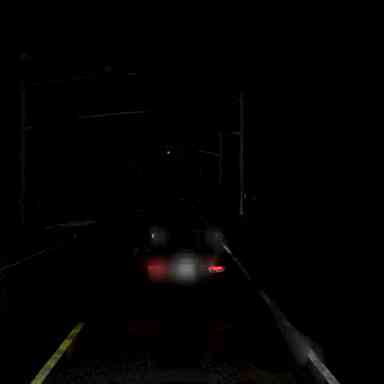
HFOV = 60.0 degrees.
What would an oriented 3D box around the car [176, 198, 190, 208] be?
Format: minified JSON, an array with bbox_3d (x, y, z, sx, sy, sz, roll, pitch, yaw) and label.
[{"bbox_3d":[-1.288,1.525,46.690,1.812,1.442,4.674,0,0,-2],"label":"car"}]

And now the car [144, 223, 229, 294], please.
[{"bbox_3d":[-0.167,1.547,8.918,2.033,1.411,5.357,0,0,-1],"label":"car"}]
